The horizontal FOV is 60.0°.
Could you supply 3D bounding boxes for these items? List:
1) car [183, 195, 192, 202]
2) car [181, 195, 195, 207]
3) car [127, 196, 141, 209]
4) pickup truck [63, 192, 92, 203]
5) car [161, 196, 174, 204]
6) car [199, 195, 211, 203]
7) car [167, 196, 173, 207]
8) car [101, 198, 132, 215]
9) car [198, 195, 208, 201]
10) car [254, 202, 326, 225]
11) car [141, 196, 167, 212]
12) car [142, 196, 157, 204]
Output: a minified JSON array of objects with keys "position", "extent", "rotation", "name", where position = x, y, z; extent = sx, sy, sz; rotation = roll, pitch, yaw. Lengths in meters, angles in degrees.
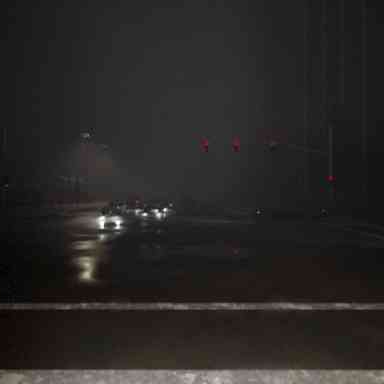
[{"position":[-1.031,1.373,75.633],"extent":[1.882,1.535,5.008],"rotation":[0,0,-1],"name":"car"},{"position":[-0.662,1.281,51.142],"extent":[2.097,1.767,4.553],"rotation":[0,0,-1],"name":"car"},{"position":[-7.770,1.294,43.873],"extent":[2.097,1.767,4.553],"rotation":[0,0,-1],"name":"car"},{"position":[-20.985,0.974,60.243],"extent":[2.390,2.098,6.274],"rotation":[0,0,30],"name":"pickup truck"},{"position":[-4.418,1.461,61.765],"extent":[2.033,1.411,5.357],"rotation":[0,0,0],"name":"car"},{"position":[2.578,1.434,65.639],"extent":[1.812,1.442,4.674],"rotation":[0,0,-1],"name":"car"},{"position":[-4.306,1.425,47.451],"extent":[2.128,1.511,4.902],"rotation":[0,0,0],"name":"car"},{"position":[-7.650,1.554,33.281],"extent":[1.895,1.301,4.718],"rotation":[0,0,-1],"name":"car"},{"position":[2.466,1.343,75.858],"extent":[2.033,1.411,5.357],"rotation":[0,0,-1],"name":"car"},{"position":[6.941,1.458,23.735],"extent":[4.902,1.511,2.128],"rotation":[0,1,21],"name":"car"},{"position":[-4.206,1.473,37.425],"extent":[1.812,1.442,4.674],"rotation":[0,0,1],"name":"car"},{"position":[-7.920,1.460,62.647],"extent":[2.033,1.411,5.357],"rotation":[0,0,0],"name":"car"}]
